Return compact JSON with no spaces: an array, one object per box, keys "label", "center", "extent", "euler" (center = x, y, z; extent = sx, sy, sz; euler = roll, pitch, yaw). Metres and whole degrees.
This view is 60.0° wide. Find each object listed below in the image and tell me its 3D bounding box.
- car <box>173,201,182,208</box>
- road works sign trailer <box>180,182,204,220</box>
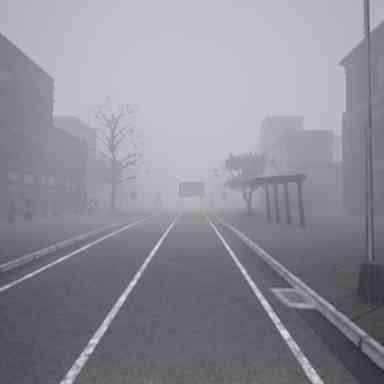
[{"label":"car","center":[-2.959,2.598,70.996],"extent":[2.033,1.411,5.357],"euler":[0,-1,0]},{"label":"road works sign trailer","center":[0.019,0.833,32.652],"extent":[2.380,3.560,2.880],"euler":[0,-1,0]}]
